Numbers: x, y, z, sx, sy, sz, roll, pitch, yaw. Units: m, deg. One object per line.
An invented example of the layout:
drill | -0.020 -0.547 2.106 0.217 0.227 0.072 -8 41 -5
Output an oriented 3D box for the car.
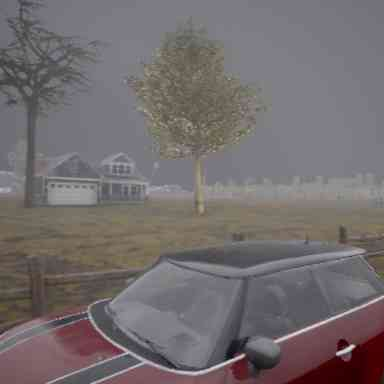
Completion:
car | 0.250 1.365 3.238 4.553 1.767 2.097 0 0 -35
